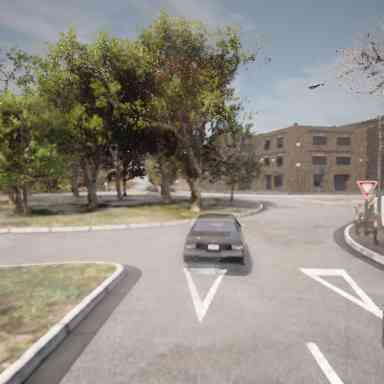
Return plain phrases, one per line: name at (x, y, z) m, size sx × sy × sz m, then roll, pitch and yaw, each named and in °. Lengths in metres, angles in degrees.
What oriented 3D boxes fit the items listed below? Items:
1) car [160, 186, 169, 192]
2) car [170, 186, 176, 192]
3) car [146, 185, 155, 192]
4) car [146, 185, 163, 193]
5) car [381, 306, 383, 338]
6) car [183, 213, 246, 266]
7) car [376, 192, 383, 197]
car at (-6.394, -0.717, 77.731) m, size 1.895 × 1.301 × 4.718 m, roll 0°, pitch 1°, yaw -7°
car at (-4.536, -0.580, 67.699) m, size 1.895 × 1.301 × 4.718 m, roll 0°, pitch 1°, yaw -12°
car at (-9.659, -0.801, 77.610) m, size 1.837 × 1.490 × 4.892 m, roll 0°, pitch 1°, yaw -7°
car at (-7.776, -0.613, 67.306) m, size 2.033 × 1.411 × 5.357 m, roll 0°, pitch 1°, yaw -12°
car at (3.513, 1.509, 2.659) m, size 1.837 × 1.490 × 4.892 m, roll 0°, pitch 0°, yaw 1°
car at (0.837, 1.439, 11.269) m, size 2.033 × 1.411 × 5.357 m, roll 0°, pitch 1°, yaw 6°
car at (19.683, 0.636, 31.981) m, size 4.892 × 1.490 × 1.837 m, roll -1°, pitch 2°, yaw -28°
